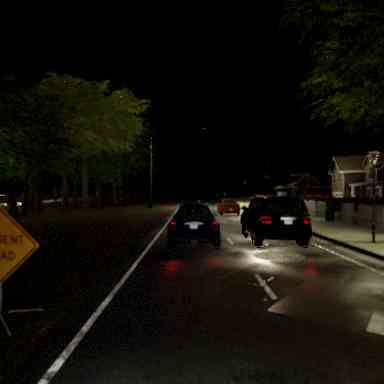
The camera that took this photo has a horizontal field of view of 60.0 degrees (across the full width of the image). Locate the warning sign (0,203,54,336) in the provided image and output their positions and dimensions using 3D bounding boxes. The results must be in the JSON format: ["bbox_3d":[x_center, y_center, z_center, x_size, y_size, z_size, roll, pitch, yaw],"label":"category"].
[{"bbox_3d":[-3.047,1.118,5.260,1.300,1.860,1.060,0,0,0],"label":"warning sign"}]

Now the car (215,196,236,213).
[{"bbox_3d":[3.575,1.422,32.859,1.882,1.535,5.008,0,0,0],"label":"car"}]

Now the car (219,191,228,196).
[{"bbox_3d":[7.746,0.797,94.051,2.150,2.045,5.566,0,0,19],"label":"car"}]

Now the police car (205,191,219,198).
[{"bbox_3d":[4.765,1.076,84.640,1.930,1.638,5.238,0,0,16],"label":"police car"}]

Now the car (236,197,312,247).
[{"bbox_3d":[3.585,1.216,15.043,2.150,2.045,5.566,0,0,0],"label":"car"}]

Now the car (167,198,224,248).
[{"bbox_3d":[0.081,1.346,14.885,2.097,1.767,4.553,0,0,0],"label":"car"}]
